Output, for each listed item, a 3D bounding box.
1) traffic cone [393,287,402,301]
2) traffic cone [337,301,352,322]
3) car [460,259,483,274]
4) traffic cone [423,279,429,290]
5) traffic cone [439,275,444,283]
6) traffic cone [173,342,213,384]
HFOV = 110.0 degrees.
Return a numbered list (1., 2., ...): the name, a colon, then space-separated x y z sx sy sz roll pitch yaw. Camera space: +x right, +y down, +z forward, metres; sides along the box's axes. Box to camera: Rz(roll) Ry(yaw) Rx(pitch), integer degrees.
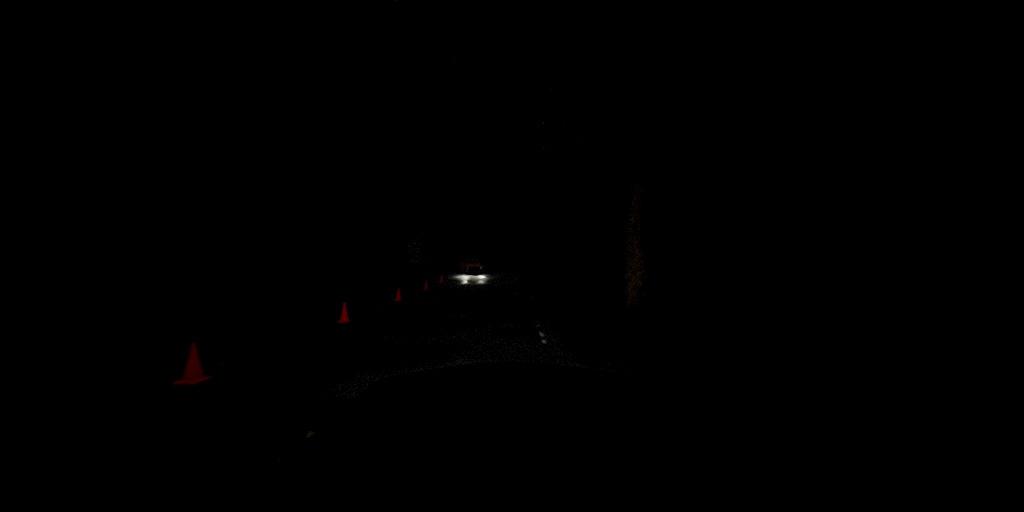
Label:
1. traffic cone: -4.929 1.633 15.568 0.340 0.580 0.340 0 0 0
2. traffic cone: -4.939 1.636 10.568 0.340 0.580 0.340 0 0 0
3. car: -4.262 1.031 37.027 1.882 1.535 5.008 1 1 -15
4. traffic cone: -4.920 1.630 20.557 0.340 0.580 0.340 0 0 0
5. traffic cone: -5.022 1.615 25.453 0.340 0.580 0.340 0 0 -2
6. traffic cone: -4.949 1.638 5.568 0.340 0.580 0.340 0 0 0
